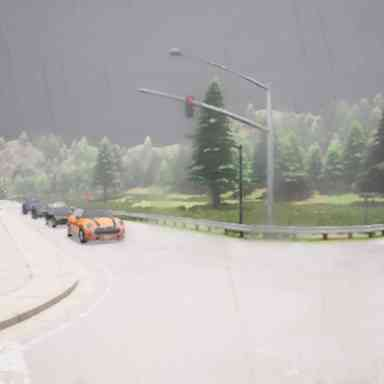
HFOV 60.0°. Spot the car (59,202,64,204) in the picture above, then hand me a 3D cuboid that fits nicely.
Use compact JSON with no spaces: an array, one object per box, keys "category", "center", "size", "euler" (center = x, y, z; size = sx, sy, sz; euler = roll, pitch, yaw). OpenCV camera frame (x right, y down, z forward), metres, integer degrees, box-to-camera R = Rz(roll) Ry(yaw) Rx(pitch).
[{"category":"car","center":[-18.799,2.145,47.119],"size":[1.812,1.442,4.674],"euler":[0,-1,-31]}]

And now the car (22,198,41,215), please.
[{"category":"car","center":[-20.666,1.816,43.152],"size":[2.150,2.045,5.566],"euler":[0,-1,-31]}]

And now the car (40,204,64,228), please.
[{"category":"car","center":[-10.086,1.897,25.740],"size":[2.033,1.411,5.357],"euler":[0,-1,-31]}]

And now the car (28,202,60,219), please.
[{"category":"car","center":[-15.271,2.033,34.237],"size":[1.994,1.385,4.181],"euler":[0,-1,-32]}]

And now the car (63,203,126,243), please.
[{"category":"car","center":[-5.126,1.587,17.614],"size":[2.097,1.767,4.553],"euler":[0,-1,-31]}]
